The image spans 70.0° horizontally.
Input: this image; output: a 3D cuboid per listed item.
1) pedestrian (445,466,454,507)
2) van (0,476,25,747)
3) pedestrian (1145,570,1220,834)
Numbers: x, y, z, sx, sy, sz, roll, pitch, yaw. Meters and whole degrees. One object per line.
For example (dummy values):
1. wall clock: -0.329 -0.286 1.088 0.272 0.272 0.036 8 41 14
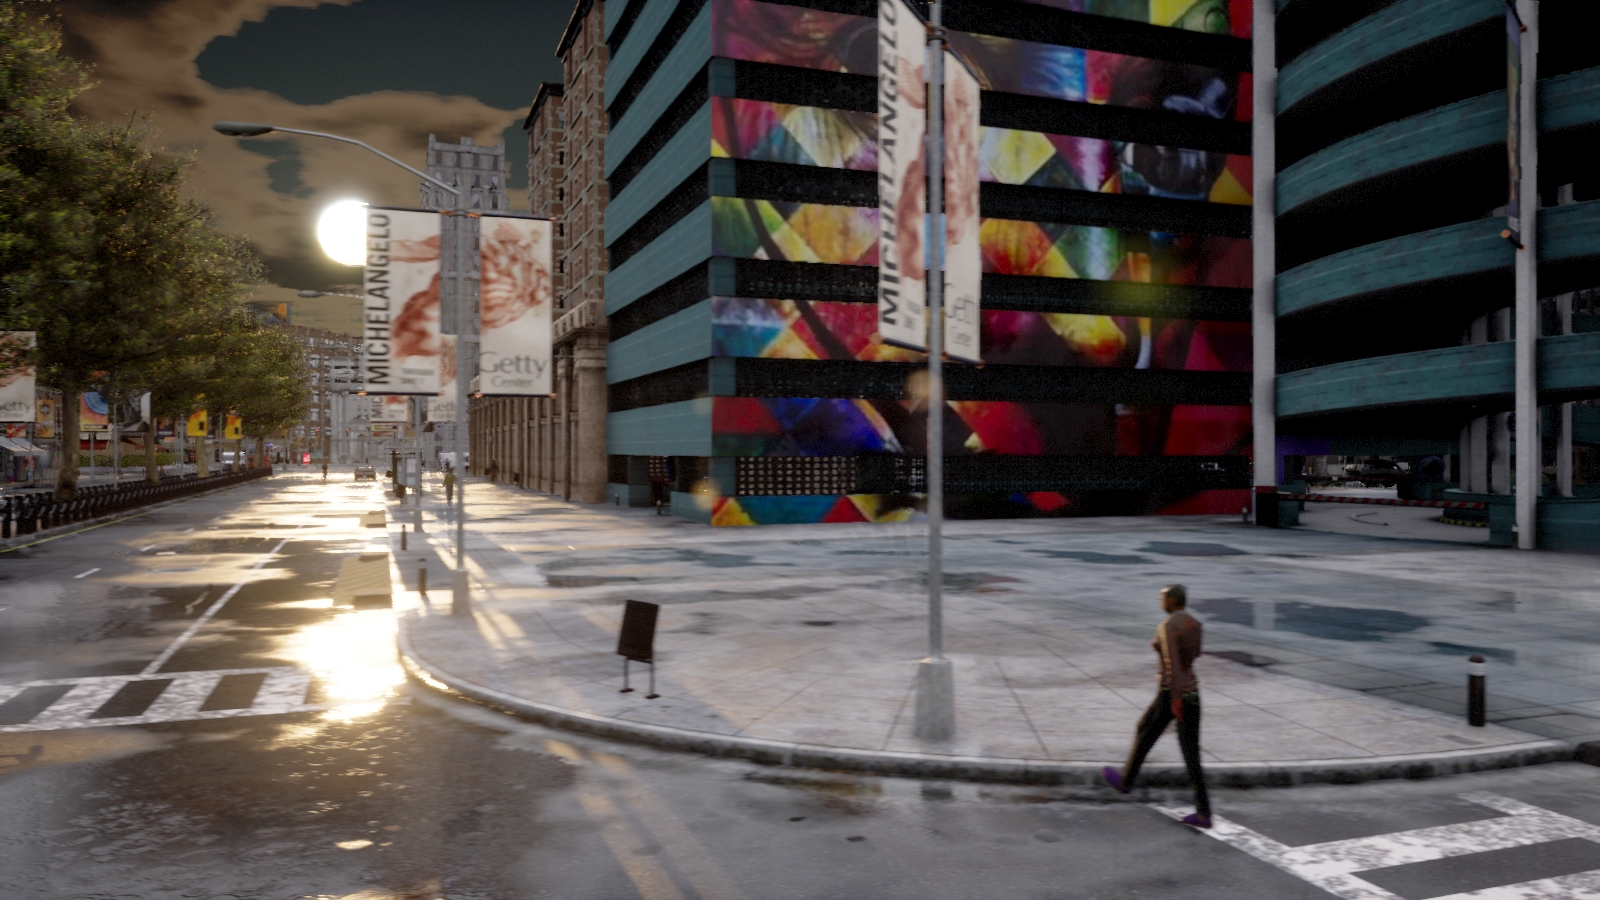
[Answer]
1. pedestrian: -16.294 1.696 53.074 0.375 1.860 0.375 0 0 -19
2. van: -8.212 1.535 8.215 1.988 2.561 5.915 0 0 -8
3. pedestrian: 2.847 1.849 8.521 0.375 1.860 0.375 0 0 -31
